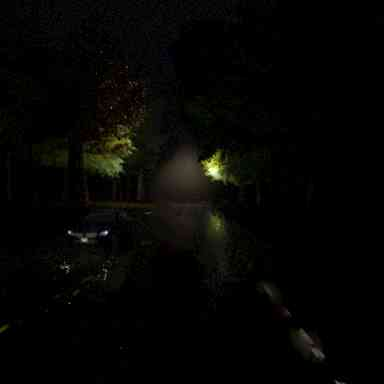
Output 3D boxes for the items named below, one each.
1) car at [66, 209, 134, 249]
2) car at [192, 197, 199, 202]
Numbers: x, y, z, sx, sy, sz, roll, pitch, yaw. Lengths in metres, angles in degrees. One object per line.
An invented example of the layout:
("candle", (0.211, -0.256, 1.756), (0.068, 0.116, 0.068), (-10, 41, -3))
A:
("car", (-3.817, 1.513, 14.645), (1.812, 1.442, 4.674), (0, 0, 4))
("car", (0.992, 2.044, 92.544), (1.837, 1.490, 4.892), (0, -1, 1))
